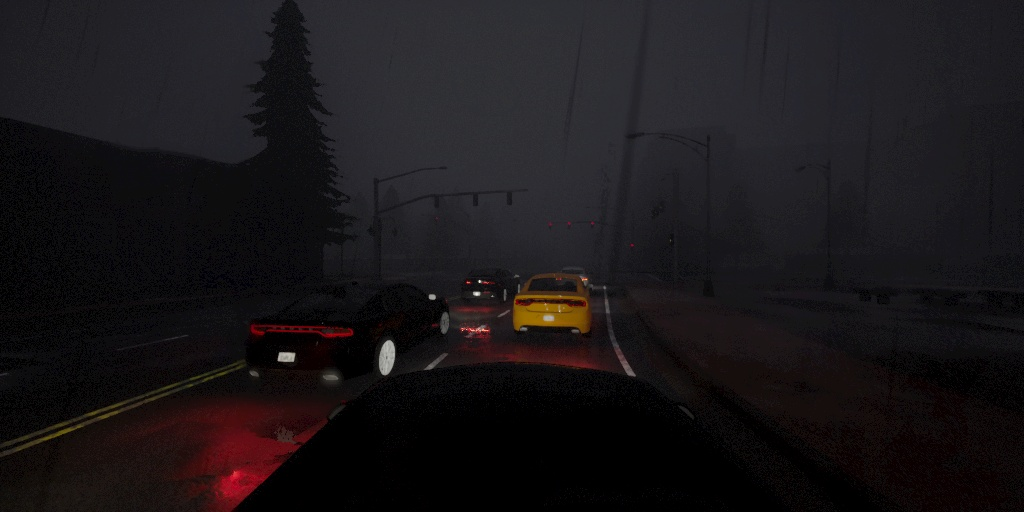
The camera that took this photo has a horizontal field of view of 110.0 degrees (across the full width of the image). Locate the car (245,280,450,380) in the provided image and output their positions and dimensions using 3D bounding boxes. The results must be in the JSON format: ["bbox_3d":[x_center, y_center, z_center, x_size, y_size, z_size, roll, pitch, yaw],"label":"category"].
[{"bbox_3d":[-2.764,1.228,7.347,1.882,1.535,5.008,0,0,7],"label":"car"}]

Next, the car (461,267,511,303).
[{"bbox_3d":[-0.860,1.255,16.651,1.837,1.490,4.892,0,0,13],"label":"car"}]

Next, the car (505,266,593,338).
[{"bbox_3d":[1.301,1.228,10.377,1.882,1.535,5.008,0,0,11],"label":"car"}]

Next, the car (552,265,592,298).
[{"bbox_3d":[3.369,1.274,19.407,1.812,1.442,4.674,0,0,14],"label":"car"}]
